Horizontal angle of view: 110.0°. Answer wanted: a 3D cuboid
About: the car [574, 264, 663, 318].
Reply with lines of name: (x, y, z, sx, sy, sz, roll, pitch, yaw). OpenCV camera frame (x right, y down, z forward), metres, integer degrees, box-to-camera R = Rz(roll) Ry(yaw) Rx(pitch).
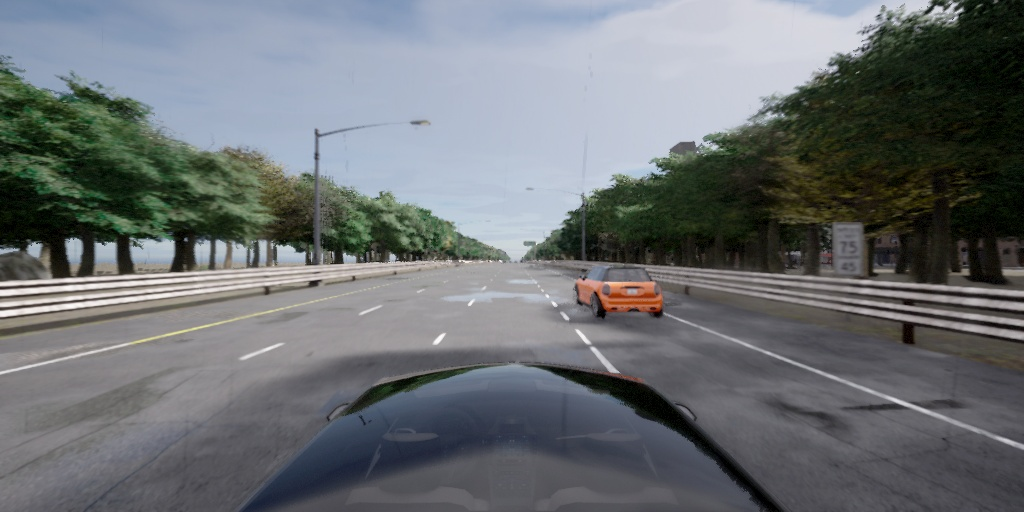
car: (3.634, 1.096, 13.038, 2.097, 1.767, 4.553, 0, 0, -1)
